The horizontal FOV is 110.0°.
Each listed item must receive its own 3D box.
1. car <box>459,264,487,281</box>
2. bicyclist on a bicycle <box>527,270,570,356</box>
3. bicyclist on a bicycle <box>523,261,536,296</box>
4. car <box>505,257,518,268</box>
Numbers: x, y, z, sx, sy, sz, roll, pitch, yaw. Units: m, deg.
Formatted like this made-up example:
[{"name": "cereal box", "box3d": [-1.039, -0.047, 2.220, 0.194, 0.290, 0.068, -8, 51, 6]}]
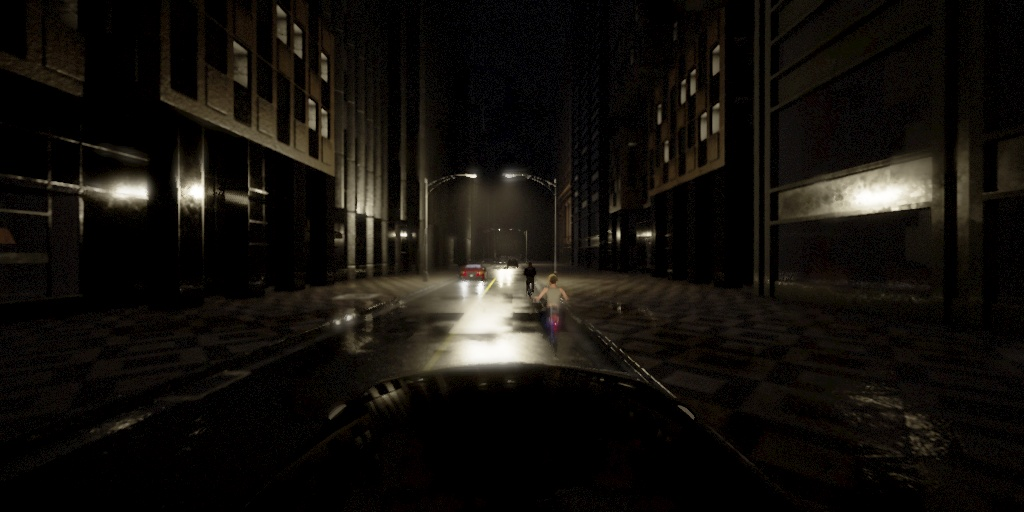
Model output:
[{"name": "car", "box3d": [-3.095, 1.318, 29.528, 1.994, 1.385, 4.181, 0, 0, 0]}, {"name": "bicyclist on a bicycle", "box3d": [0.858, 1.188, 7.656, 0.866, 1.612, 1.509, 0, 0, 0]}, {"name": "bicyclist on a bicycle", "box3d": [0.828, 1.124, 16.510, 0.659, 1.776, 1.843, 0, 0, 0]}, {"name": "car", "box3d": [0.107, 1.222, 63.054, 1.882, 1.535, 5.008, 0, 0, 0]}]
